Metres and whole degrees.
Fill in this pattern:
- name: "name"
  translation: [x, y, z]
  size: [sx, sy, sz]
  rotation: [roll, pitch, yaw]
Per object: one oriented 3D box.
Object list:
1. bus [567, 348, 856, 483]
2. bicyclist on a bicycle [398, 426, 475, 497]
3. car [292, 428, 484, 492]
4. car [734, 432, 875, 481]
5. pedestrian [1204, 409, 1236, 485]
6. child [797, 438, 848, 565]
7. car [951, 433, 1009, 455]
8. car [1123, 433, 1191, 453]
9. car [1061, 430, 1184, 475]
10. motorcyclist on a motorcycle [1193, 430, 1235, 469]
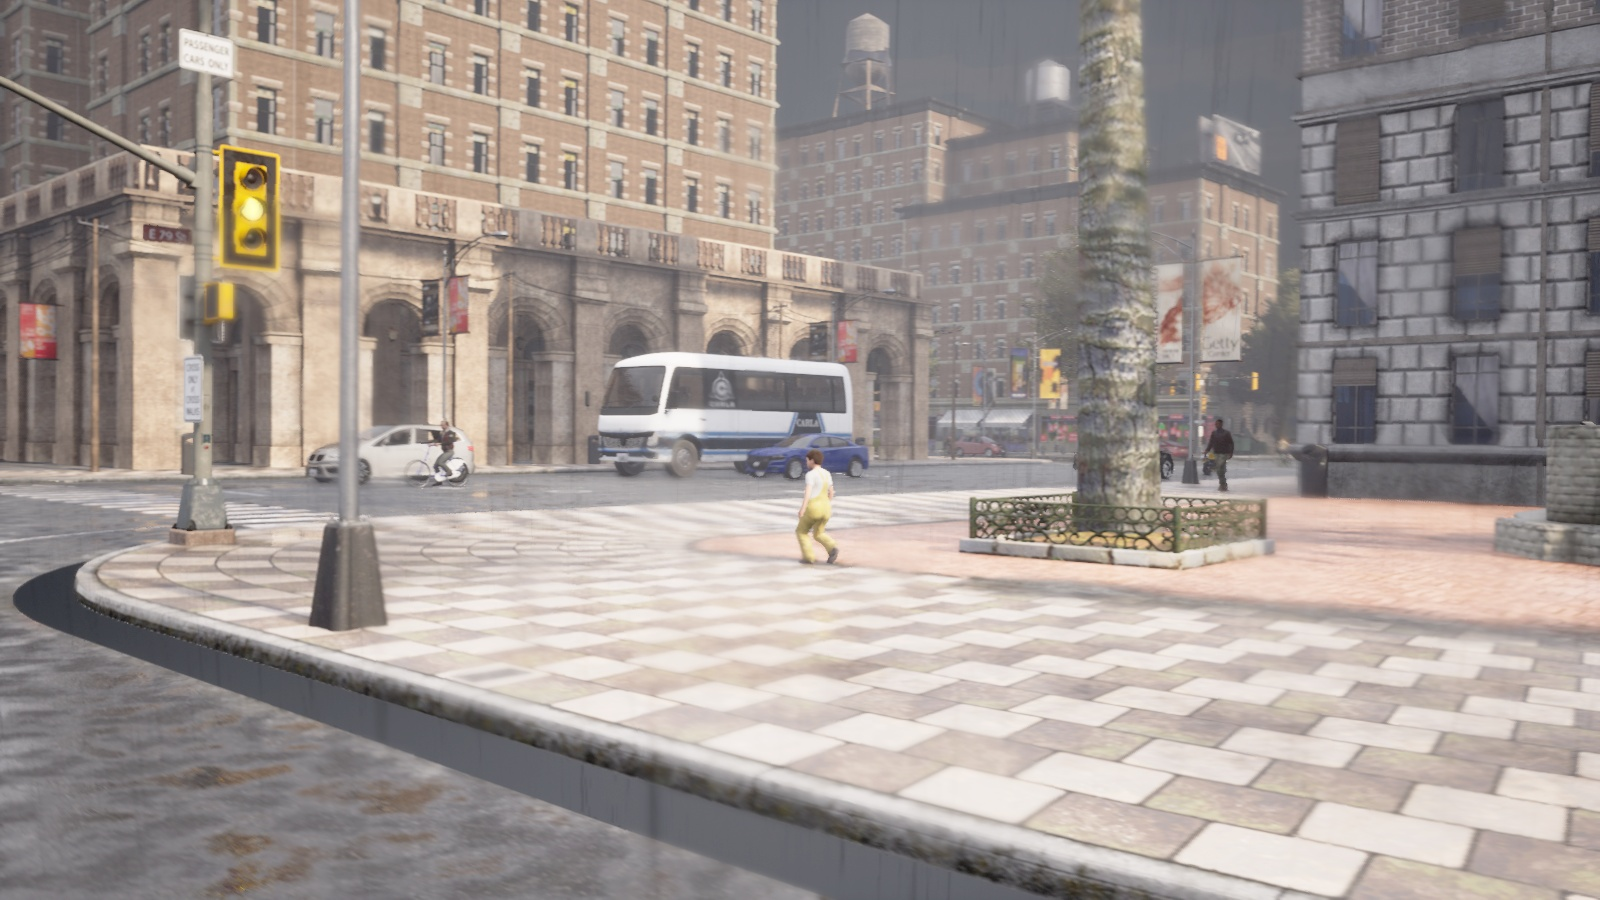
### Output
- name: "bus"
  translation: [-2.866, -1.171, 44.603]
  size: [3.944, 4.253, 10.273]
  rotation: [0, 1, 43]
- name: "bicyclist on a bicycle"
  translation: [-9.388, 0.279, 32.476]
  size: [0.659, 1.776, 1.843]
  rotation: [0, 1, 43]
- name: "car"
  translation: [-11.517, 0.235, 35.321]
  size: [2.242, 1.667, 4.611]
  rotation: [0, 1, 43]
- name: "car"
  translation: [0.227, 0.180, 42.796]
  size: [1.882, 1.535, 5.008]
  rotation: [0, 1, 43]
- name: "pedestrian"
  translation: [10.396, -0.079, 31.059]
  size: [0.703, 1.840, 0.431]
  rotation: [-1, 1, -40]
- name: "child"
  translation: [0.225, 0.510, 12.755]
  size: [0.437, 1.263, 0.270]
  rotation: [0, 1, 42]
- name: "car"
  translation: [12.735, -0.454, 88.880]
  size: [3.633, 1.501, 1.845]
  rotation: [0, 1, 43]
- name: "car"
  translation: [25.016, -0.494, 88.096]
  size: [1.994, 1.385, 4.181]
  rotation: [-1, 1, -37]
- name: "car"
  translation: [11.515, 0.044, 44.650]
  size: [2.128, 1.511, 4.902]
  rotation: [0, 1, 43]
- name: "motorcyclist on a motorcycle"
  translation: [16.523, -0.038, 50.110]
  size: [0.797, 1.523, 2.044]
  rotation: [0, 1, 42]
